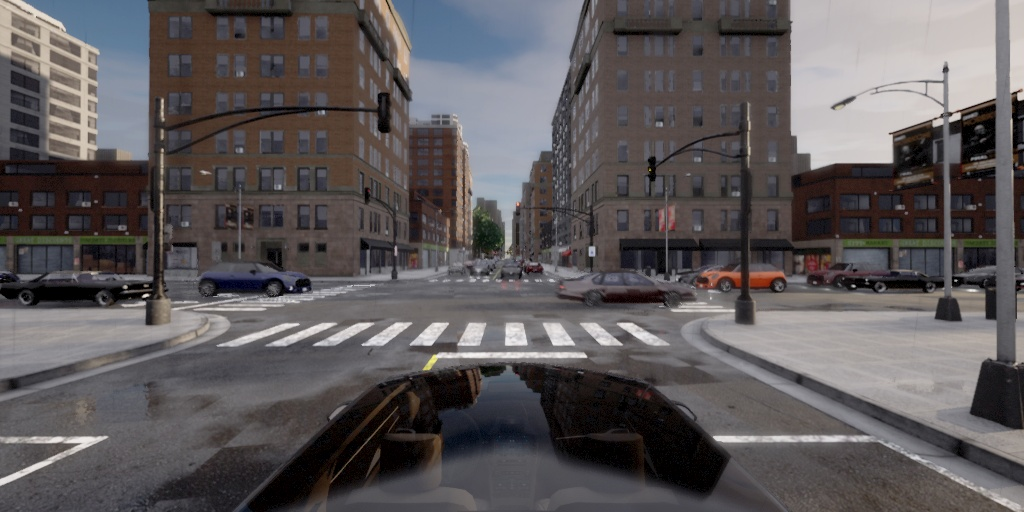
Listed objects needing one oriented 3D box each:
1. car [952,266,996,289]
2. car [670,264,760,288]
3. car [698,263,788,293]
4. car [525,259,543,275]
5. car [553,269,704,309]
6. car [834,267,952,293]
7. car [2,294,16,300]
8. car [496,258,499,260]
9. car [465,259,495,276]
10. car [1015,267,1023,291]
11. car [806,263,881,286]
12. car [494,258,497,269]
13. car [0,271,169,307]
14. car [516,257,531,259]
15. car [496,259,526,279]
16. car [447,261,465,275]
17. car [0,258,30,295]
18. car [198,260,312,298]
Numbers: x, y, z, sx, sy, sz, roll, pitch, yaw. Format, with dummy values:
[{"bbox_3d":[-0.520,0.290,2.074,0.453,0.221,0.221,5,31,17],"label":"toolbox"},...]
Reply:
[{"bbox_3d":[32.769,1.445,24.524,4.892,1.490,1.837,0,0,0],"label":"car"},{"bbox_3d":[13.691,1.346,24.399,4.902,1.511,2.128,0,0,0],"label":"car"},{"bbox_3d":[13.391,1.180,21.131,4.553,1.767,2.097,0,0,0],"label":"car"},{"bbox_3d":[2.461,1.322,39.908,1.888,1.381,4.507,0,0,-1],"label":"car"},{"bbox_3d":[4.384,1.279,14.355,5.357,1.411,2.033,0,0,-1],"label":"car"},{"bbox_3d":[22.377,1.469,21.200,4.718,1.301,1.895,0,0,-1],"label":"car"},{"bbox_3d":[-5.855,1.190,1.454,1.967,1.591,4.097,0,0,0],"label":"car"},{"bbox_3d":[-3.487,1.318,57.744,1.837,1.490,4.892,0,0,0],"label":"car"},{"bbox_3d":[-3.268,1.266,37.559,2.128,1.511,4.902,0,0,0],"label":"car"},{"bbox_3d":[32.316,1.477,21.271,4.181,1.385,1.994,0,0,-1],"label":"car"},{"bbox_3d":[22.885,1.248,24.454,4.553,1.767,2.097,0,0,-1],"label":"car"},{"bbox_3d":[-3.376,1.337,47.363,2.033,1.411,5.357,0,0,-1],"label":"car"},{"bbox_3d":[-16.666,1.245,14.185,4.718,1.301,1.895,0,0,0],"label":"car"},{"bbox_3d":[2.273,1.125,56.427,2.192,1.841,5.009,0,0,-1],"label":"car"},{"bbox_3d":[-0.058,1.260,33.121,2.128,1.511,4.902,0,0,1],"label":"car"},{"bbox_3d":[-6.064,1.327,39.814,2.007,1.370,4.403,0,0,-1],"label":"car"},{"bbox_3d":[-27.045,0.982,17.366,4.553,1.767,2.097,0,0,0],"label":"car"},{"bbox_3d":[-12.357,1.041,17.479,4.553,1.767,2.097,0,0,0],"label":"car"}]
